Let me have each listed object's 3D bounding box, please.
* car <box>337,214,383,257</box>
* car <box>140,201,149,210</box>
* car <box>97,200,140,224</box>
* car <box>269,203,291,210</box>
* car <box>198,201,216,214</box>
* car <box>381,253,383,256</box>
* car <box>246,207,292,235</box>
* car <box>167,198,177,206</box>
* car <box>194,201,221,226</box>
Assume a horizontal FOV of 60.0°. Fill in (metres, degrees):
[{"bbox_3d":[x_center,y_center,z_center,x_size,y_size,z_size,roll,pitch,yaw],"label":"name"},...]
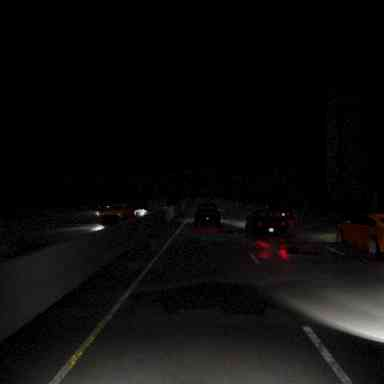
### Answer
[{"bbox_3d":[7.667,1.627,13.642,1.882,1.535,5.008,0,-1,2],"label":"car"},{"bbox_3d":[-8.226,2.143,53.409,1.895,1.301,4.718,0,-1,3],"label":"car"},{"bbox_3d":[-5.947,1.721,27.119,1.882,1.535,5.008,0,-1,3],"label":"car"},{"bbox_3d":[8.535,1.859,33.054,1.837,1.490,4.892,0,-1,3],"label":"car"},{"bbox_3d":[1.925,1.924,41.822,2.128,1.511,4.902,0,-1,3],"label":"car"},{"bbox_3d":[3.773,1.600,2.776,1.994,1.385,4.181,0,-1,1],"label":"car"},{"bbox_3d":[4.463,1.808,20.478,1.895,1.301,4.718,0,-1,3],"label":"car"},{"bbox_3d":[-3.977,1.960,68.503,2.097,1.767,4.553,0,-1,3],"label":"car"},{"bbox_3d":[1.192,1.727,25.590,1.882,1.535,5.008,0,-1,3],"label":"car"}]
